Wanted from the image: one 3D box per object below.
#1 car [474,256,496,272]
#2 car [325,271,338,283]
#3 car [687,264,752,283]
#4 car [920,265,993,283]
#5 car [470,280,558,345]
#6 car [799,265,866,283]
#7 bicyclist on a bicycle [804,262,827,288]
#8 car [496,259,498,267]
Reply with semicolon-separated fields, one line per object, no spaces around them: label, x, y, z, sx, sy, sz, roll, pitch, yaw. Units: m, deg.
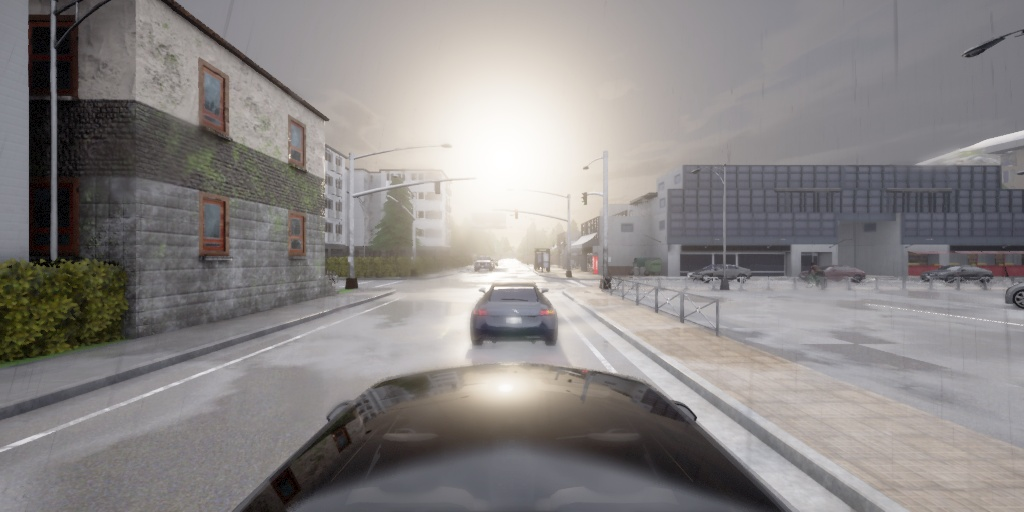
car;-3.647;0.972;47.090;2.150;2.045;5.566;0;0;0
car;-15.101;1.418;25.751;4.902;1.511;2.128;0;0;0
car;17.037;1.417;29.569;4.902;1.511;2.128;0;0;0
car;36.712;1.452;29.617;4.674;1.442;1.812;0;0;0
car;0.054;1.314;9.473;1.994;1.385;4.181;0;0;0
car;26.402;1.452;29.597;4.674;1.442;1.812;0;0;0
bicyclist on a bicycle;18.692;1.227;22.092;0.582;1.620;1.656;0;0;0
car;-3.647;1.351;56.983;1.895;1.301;4.718;0;0;0
